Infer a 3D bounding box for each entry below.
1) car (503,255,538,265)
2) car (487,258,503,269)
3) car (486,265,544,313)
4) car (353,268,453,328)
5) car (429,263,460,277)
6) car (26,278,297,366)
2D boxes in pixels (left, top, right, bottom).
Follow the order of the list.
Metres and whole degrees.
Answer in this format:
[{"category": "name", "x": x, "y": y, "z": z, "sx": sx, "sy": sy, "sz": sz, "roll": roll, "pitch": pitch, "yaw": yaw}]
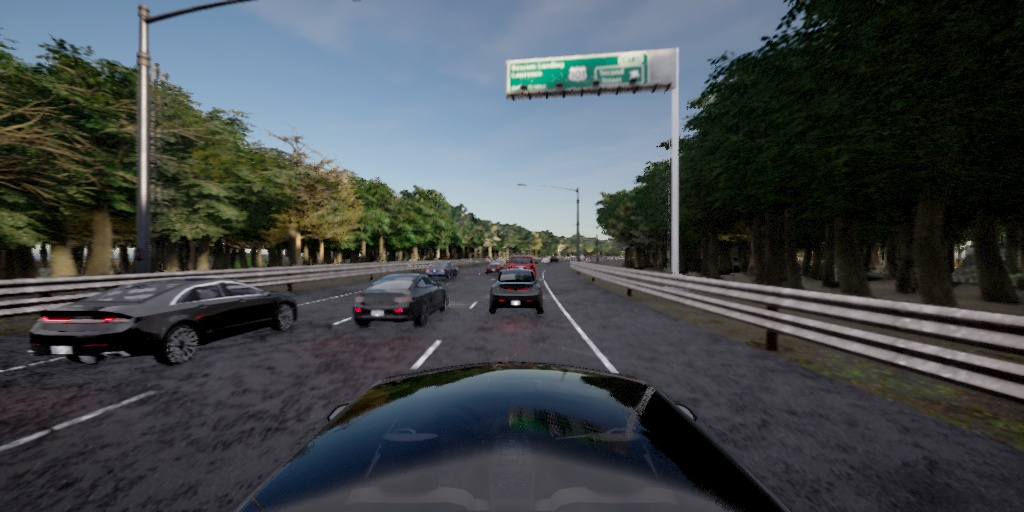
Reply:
[{"category": "car", "x": 0.771, "y": 0.969, "z": 27.384, "sx": 2.150, "sy": 2.045, "sz": 5.566, "roll": 0, "pitch": 0, "yaw": 3}, {"category": "car", "x": -1.736, "y": 1.264, "z": 40.329, "sx": 1.812, "sy": 1.442, "sz": 4.674, "roll": 0, "pitch": 0, "yaw": 5}, {"category": "car", "x": 0.191, "y": 1.256, "z": 13.932, "sx": 1.837, "sy": 1.490, "sz": 4.892, "roll": 0, "pitch": 0, "yaw": 2}, {"category": "car", "x": -3.308, "y": 1.269, "z": 11.286, "sx": 1.812, "sy": 1.442, "sz": 4.674, "roll": 0, "pitch": 0, "yaw": 1}, {"category": "car", "x": -6.050, "y": 1.281, "z": 31.556, "sx": 2.033, "sy": 1.411, "sz": 5.357, "roll": 0, "pitch": 0, "yaw": 5}, {"category": "car", "x": -6.882, "y": 1.225, "z": 7.943, "sx": 2.128, "sy": 1.511, "sz": 4.902, "roll": 0, "pitch": 0, "yaw": 1}]
